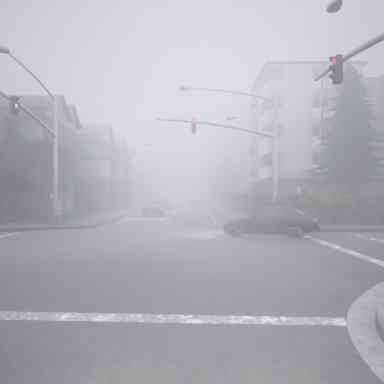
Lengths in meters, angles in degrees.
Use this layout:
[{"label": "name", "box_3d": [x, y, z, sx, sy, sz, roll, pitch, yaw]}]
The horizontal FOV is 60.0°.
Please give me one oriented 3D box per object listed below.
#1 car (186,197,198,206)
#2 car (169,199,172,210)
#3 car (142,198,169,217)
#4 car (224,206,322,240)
[{"label": "car", "box_3d": [0.008, 1.547, 53.495, 2.033, 1.411, 5.357, 0, 0, 0]}, {"label": "car", "box_3d": [-3.573, 1.505, 41.822, 1.837, 1.490, 4.892, 0, 0, 1]}, {"label": "car", "box_3d": [-3.579, 1.505, 31.734, 1.837, 1.490, 4.892, 0, 0, 0]}, {"label": "car", "box_3d": [3.843, 1.436, 16.212, 4.674, 1.442, 1.812, -2, 0, 26]}]
